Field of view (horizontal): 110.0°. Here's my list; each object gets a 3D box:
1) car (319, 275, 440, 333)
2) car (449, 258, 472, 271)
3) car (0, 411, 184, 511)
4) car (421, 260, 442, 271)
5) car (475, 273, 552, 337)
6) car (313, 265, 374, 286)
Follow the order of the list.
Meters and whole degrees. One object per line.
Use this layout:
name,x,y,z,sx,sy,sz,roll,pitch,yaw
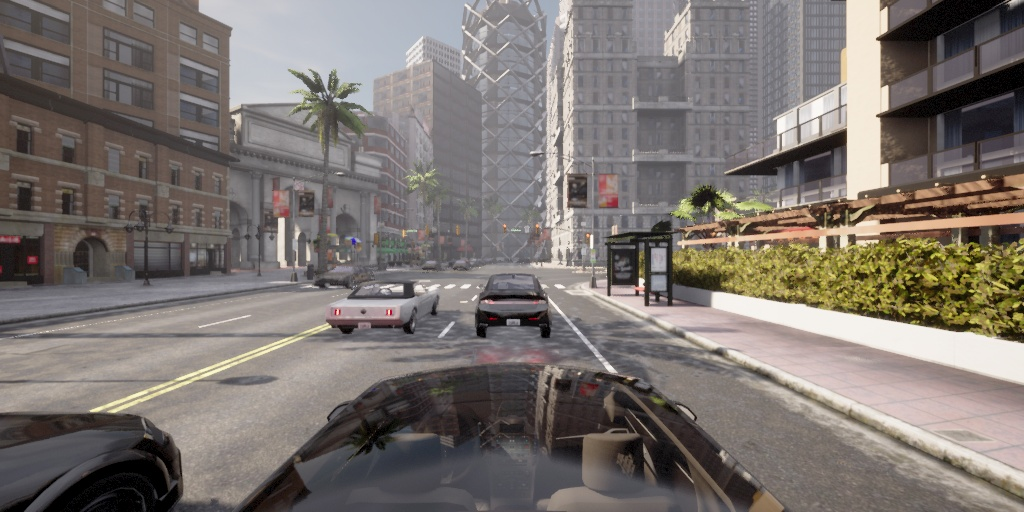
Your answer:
car,-3.457,1.350,10.668,1.895,1.301,4.718,0,0,0
car,-7.070,1.294,49.795,2.033,1.411,5.357,0,0,-3
car,-3.392,1.314,0.849,1.994,1.385,4.181,0,0,0
car,-10.700,1.294,48.256,2.033,1.411,5.357,0,0,0
car,0.041,1.241,10.289,2.128,1.511,4.902,0,0,0
car,-10.647,1.296,23.322,2.033,1.411,5.357,0,0,0
